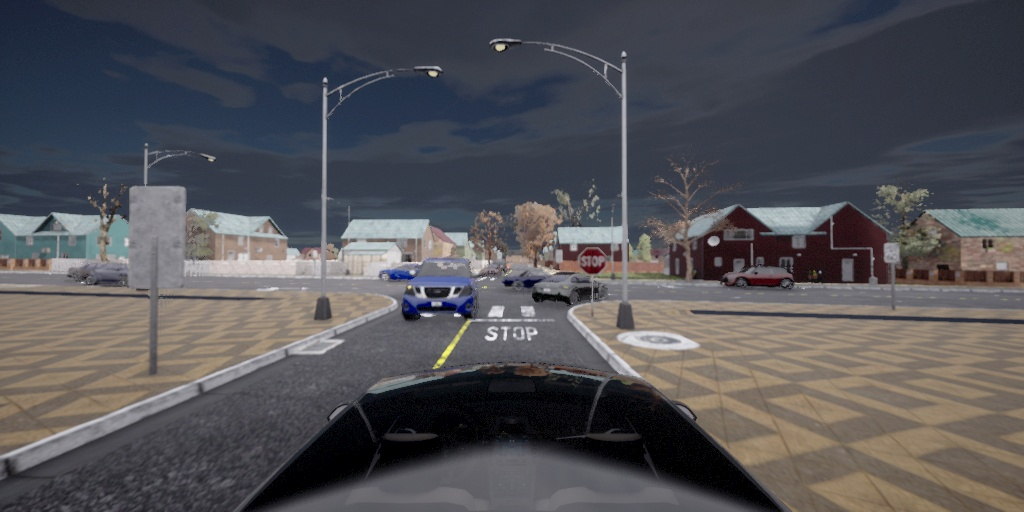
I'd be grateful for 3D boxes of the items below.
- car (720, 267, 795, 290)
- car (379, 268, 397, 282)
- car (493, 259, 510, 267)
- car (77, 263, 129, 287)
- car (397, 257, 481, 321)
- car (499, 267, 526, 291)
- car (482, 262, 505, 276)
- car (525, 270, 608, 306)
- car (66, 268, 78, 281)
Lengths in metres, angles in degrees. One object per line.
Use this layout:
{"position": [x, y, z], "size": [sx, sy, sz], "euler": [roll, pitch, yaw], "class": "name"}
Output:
{"position": [18.406, 1.575, 27.105], "size": [4.553, 1.767, 2.097], "euler": [1, -1, 8], "class": "car"}
{"position": [-8.891, 1.423, 30.823], "size": [5.008, 1.535, 1.882], "euler": [1, -1, 8], "class": "car"}
{"position": [-1.903, 1.434, 53.084], "size": [2.150, 2.045, 5.566], "euler": [0, -1, 2], "class": "car"}
{"position": [-24.544, 1.223, 22.917], "size": [4.181, 1.385, 1.994], "euler": [0, -1, 8], "class": "car"}
{"position": [-2.368, 1.067, 13.249], "size": [2.150, 2.045, 5.566], "euler": [1, 0, -4], "class": "car"}
{"position": [1.838, 1.541, 22.594], "size": [4.718, 1.301, 1.895], "euler": [1, -1, 8], "class": "car"}
{"position": [-2.315, 1.668, 42.119], "size": [1.994, 1.385, 4.181], "euler": [0, -1, 4], "class": "car"}
{"position": [2.813, 1.438, 16.723], "size": [1.994, 1.385, 4.181], "euler": [0, -1, 40], "class": "car"}
{"position": [-30.365, 1.211, 26.992], "size": [5.357, 1.411, 2.033], "euler": [0, -1, 8], "class": "car"}
